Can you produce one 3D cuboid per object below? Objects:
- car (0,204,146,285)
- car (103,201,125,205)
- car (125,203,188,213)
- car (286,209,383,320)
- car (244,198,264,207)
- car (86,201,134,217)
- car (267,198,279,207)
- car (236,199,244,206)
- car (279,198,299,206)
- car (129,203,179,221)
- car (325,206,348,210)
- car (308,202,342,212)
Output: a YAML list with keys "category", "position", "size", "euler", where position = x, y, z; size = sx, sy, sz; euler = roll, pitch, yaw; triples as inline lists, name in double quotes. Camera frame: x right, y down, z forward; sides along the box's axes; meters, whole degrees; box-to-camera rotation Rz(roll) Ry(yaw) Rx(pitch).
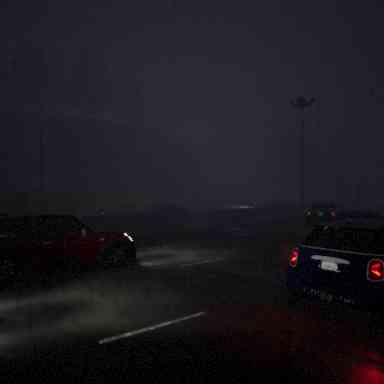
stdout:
- category: "car"
  position: [-3.964, 1.404, 9.884]
  size: [4.553, 1.767, 2.097]
  euler: [0, 0, -37]
- category: "car"
  position: [-6.708, 1.738, 31.320]
  size: [1.994, 1.385, 4.181]
  euler: [0, 0, 41]
- category: "car"
  position: [-2.395, 1.625, 25.667]
  size: [1.882, 1.535, 5.008]
  euler: [0, 0, 42]
- category: "car"
  position: [4.156, 1.404, 7.560]
  size: [4.553, 1.767, 2.097]
  euler: [0, -1, -41]
- category: "car"
  position: [11.775, 1.855, 60.933]
  size: [1.882, 1.535, 5.008]
  euler: [0, 0, 30]
- category: "car"
  position: [-8.444, 1.716, 34.581]
  size: [1.812, 1.442, 4.674]
  euler: [0, 0, 40]
- category: "car"
  position: [14.990, 1.851, 59.543]
  size: [1.882, 1.535, 5.008]
  euler: [0, 0, 30]
- category: "car"
  position: [10.249, 1.999, 65.353]
  size: [1.895, 1.301, 4.718]
  euler: [0, 0, 29]
- category: "car"
  position: [16.123, 1.909, 54.428]
  size: [1.994, 1.385, 4.181]
  euler: [0, 0, 30]
- category: "car"
  position: [-3.336, 1.735, 29.899]
  size: [1.994, 1.385, 4.181]
  euler: [0, 0, 41]
- category: "car"
  position: [8.719, 1.619, 16.902]
  size: [1.837, 1.490, 4.892]
  euler: [0, 0, 43]
- category: "car"
  position: [9.860, 1.507, 23.694]
  size: [2.097, 1.767, 4.553]
  euler: [0, -1, 39]
